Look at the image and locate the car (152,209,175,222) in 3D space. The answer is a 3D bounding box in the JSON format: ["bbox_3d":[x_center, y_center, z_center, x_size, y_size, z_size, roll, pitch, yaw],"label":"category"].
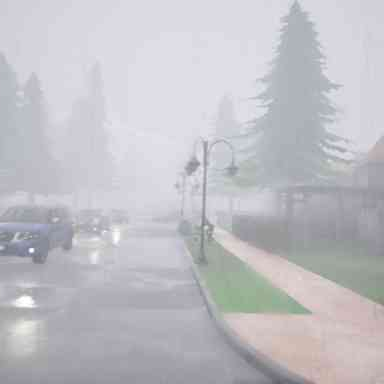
[{"bbox_3d":[-3.796,2.993,42.462,1.812,1.442,4.674,2,-2,6],"label":"car"}]

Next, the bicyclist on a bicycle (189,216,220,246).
[{"bbox_3d":[0.693,2.085,17.842,1.656,1.620,0.582,2,-2,-5],"label":"bicyclist on a bicycle"}]

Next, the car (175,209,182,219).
[{"bbox_3d":[-2.663,3.457,52.993,1.994,1.385,4.181,2,-2,10],"label":"car"}]

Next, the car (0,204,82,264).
[{"bbox_3d":[-6.438,1.539,13.546,2.150,2.045,5.566,3,-2,-5],"label":"car"}]

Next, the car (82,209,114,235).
[{"bbox_3d":[-7.201,1.997,23.644,2.097,1.767,4.553,3,-2,-4],"label":"car"}]

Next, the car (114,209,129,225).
[{"bbox_3d":[-7.666,2.487,34.021,2.128,1.511,4.902,3,-2,0],"label":"car"}]
